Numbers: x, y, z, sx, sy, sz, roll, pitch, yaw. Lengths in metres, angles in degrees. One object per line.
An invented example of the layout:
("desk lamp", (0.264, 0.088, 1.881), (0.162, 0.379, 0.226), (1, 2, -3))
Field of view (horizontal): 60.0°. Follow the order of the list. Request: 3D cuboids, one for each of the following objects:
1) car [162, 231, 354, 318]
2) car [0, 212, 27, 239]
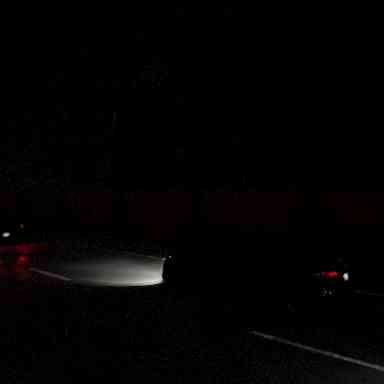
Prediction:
("car", (1.336, 1.587, 7.553), (4.181, 1.385, 1.994), (0, 0, 36))
("car", (-10.084, 1.627, 16.291), (4.718, 1.301, 1.895), (0, 0, 38))
